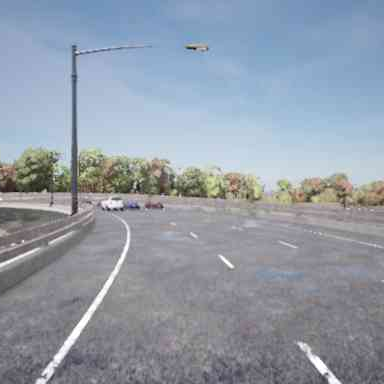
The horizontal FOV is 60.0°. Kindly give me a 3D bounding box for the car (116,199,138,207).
[{"bbox_3d":[-12.363,2.060,62.707,2.033,1.411,5.357,0,0,-35],"label":"car"}]

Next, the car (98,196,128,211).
[{"bbox_3d":[-11.344,1.624,47.235,2.150,2.045,5.566,0,0,-27],"label":"car"}]

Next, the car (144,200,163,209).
[{"bbox_3d":[-6.011,1.923,52.029,1.812,1.442,4.674,0,-1,-28],"label":"car"}]

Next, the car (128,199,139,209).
[{"bbox_3d":[-9.692,1.980,51.430,1.994,1.385,4.181,0,-1,-29],"label":"car"}]

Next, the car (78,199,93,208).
[{"bbox_3d":[-19.840,2.059,61.245,1.837,1.490,4.892,0,0,-38],"label":"car"}]
